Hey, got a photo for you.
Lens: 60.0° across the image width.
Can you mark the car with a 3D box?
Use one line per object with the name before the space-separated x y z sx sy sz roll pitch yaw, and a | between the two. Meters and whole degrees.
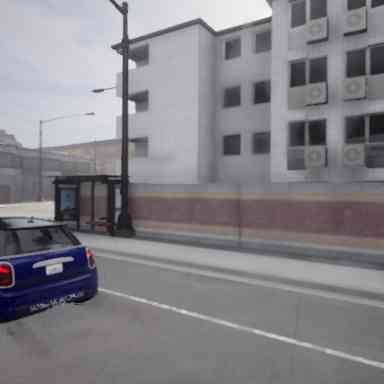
car | -4.035 1.285 6.768 4.553 1.767 2.097 1 0 35
